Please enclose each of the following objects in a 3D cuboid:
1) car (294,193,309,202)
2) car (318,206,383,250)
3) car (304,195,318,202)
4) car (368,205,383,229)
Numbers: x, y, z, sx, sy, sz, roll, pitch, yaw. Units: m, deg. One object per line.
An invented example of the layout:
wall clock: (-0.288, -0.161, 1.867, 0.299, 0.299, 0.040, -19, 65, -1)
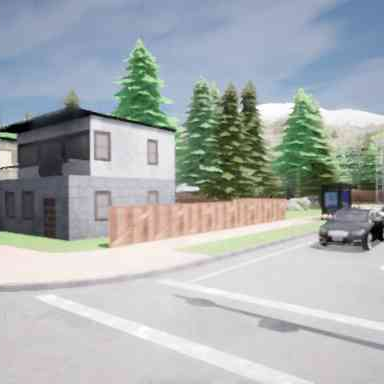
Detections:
car: (23.525, 1.179, 71.523, 1.905, 1.878, 3.866, -1, 0, 38)
car: (6.992, 1.471, 14.320, 2.128, 1.511, 4.902, -1, 0, 40)
car: (25.735, 1.153, 70.262, 1.932, 1.855, 4.605, -1, 0, 38)
car: (12.940, 1.551, 21.449, 1.895, 1.301, 4.718, -1, 0, 40)
